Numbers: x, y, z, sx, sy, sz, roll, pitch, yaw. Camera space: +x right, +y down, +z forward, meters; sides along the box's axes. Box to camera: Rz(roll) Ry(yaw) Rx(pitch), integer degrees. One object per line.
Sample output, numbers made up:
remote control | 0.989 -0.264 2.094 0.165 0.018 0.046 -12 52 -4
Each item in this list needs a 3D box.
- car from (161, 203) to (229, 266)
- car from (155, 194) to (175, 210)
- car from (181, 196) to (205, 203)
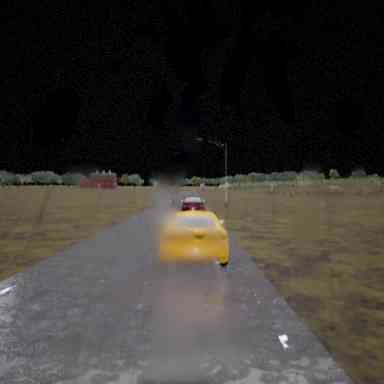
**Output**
car | 0.083 1.360 11.063 1.882 1.535 5.008 0 1 0
car | -2.842 1.021 35.461 2.128 1.511 4.902 0 1 0
car | 0.092 1.108 28.521 1.882 1.535 5.008 0 1 0
